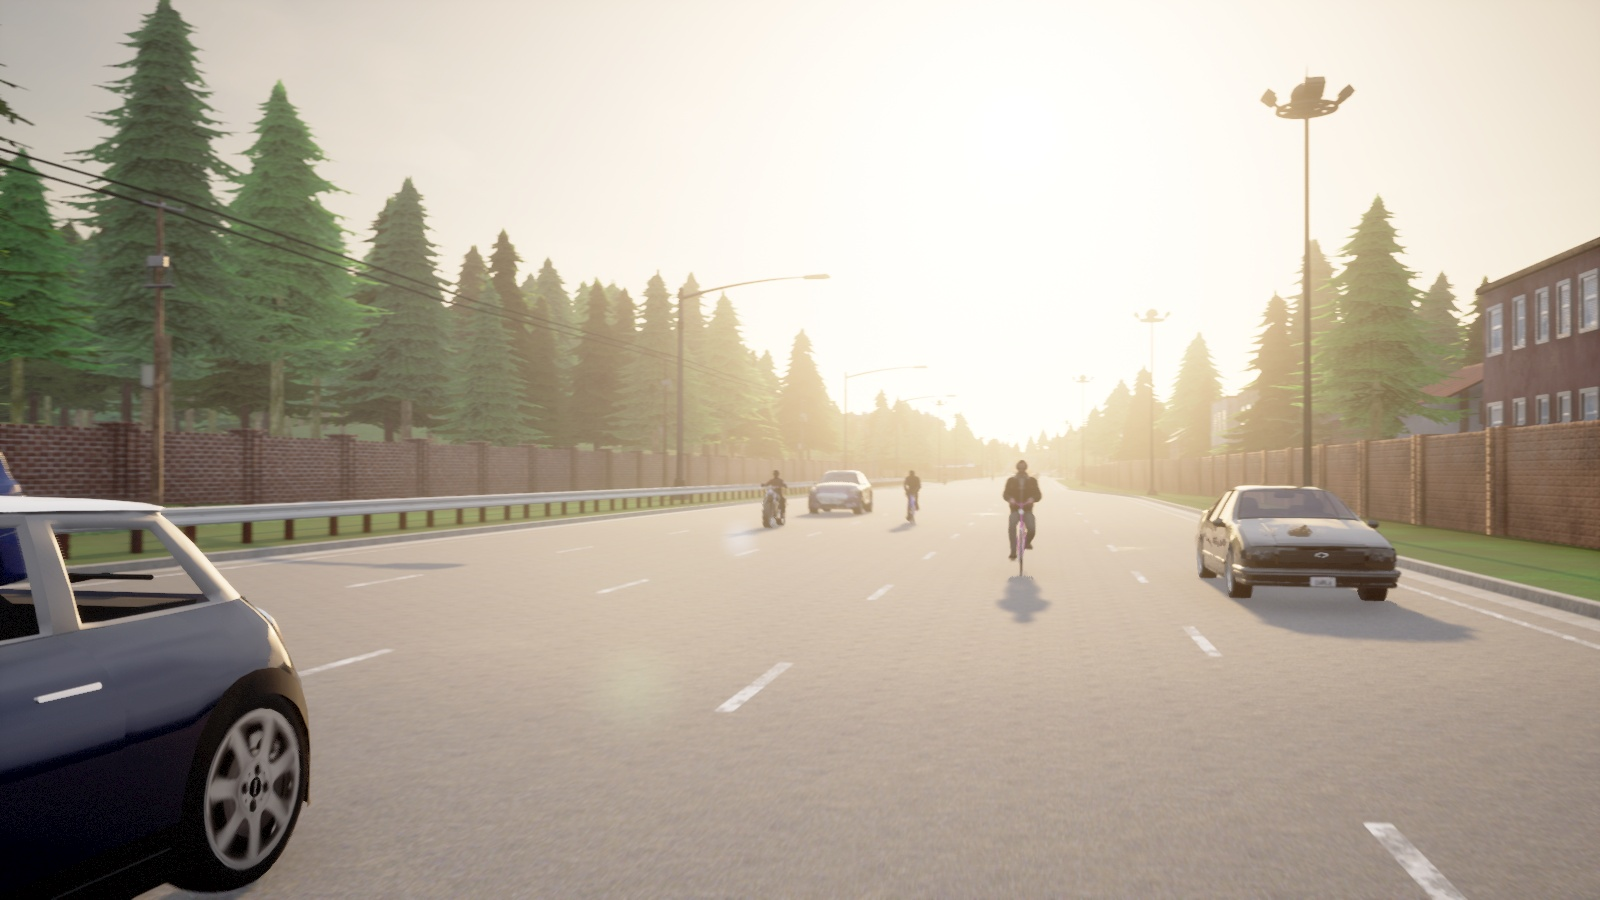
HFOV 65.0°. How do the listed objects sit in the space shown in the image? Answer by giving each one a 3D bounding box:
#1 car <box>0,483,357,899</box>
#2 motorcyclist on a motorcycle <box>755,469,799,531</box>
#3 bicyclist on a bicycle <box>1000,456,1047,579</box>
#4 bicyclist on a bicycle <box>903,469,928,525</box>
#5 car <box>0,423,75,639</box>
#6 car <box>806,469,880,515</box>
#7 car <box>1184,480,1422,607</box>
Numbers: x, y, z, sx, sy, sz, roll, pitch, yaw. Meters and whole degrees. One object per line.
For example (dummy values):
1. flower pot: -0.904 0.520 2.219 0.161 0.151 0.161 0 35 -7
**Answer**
1. car: -3.165 0.851 3.522 1.970 1.475 3.806 0 -1 11
2. motorcyclist on a motorcycle: -0.628 1.362 35.068 0.766 1.649 2.350 0 -1 11
3. bicyclist on a bicycle: 3.428 0.999 19.181 0.659 1.776 1.843 0 -1 11
4. bicyclist on a bicycle: 3.491 1.399 37.928 0.582 1.620 1.656 0 -1 11
5. car: -8.988 0.742 10.316 2.150 2.045 5.566 0 -1 10
6. car: 1.694 1.538 47.074 2.033 1.649 4.856 0 -1 11
7. car: 6.601 1.130 17.148 2.033 1.411 5.357 0 -1 11
